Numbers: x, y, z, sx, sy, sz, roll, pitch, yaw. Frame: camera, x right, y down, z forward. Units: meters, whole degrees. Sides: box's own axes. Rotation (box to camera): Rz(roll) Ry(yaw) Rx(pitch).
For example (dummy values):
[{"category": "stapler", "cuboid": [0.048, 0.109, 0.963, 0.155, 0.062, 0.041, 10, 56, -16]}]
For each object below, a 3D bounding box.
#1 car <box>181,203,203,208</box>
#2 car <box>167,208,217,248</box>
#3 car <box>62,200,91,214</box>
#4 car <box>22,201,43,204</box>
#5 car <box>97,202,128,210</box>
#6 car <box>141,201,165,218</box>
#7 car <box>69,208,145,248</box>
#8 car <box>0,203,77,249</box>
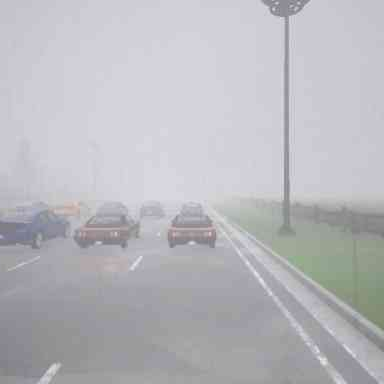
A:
[{"category": "car", "cuboid": [0.000, 1.614, 29.680, 1.895, 1.301, 4.718, 0, 0, 0]}, {"category": "car", "cuboid": [0.000, 1.613, 14.680, 1.895, 1.301, 4.718, 0, 0, 0]}, {"category": "car", "cuboid": [-10.500, 1.482, 29.650, 1.882, 1.535, 5.008, 0, 0, 0]}, {"category": "car", "cuboid": [-14.000, 1.530, 29.650, 1.812, 1.442, 4.674, 0, 0, 0]}, {"category": "car", "cuboid": [-7.000, 1.560, 29.650, 2.033, 1.411, 5.357, 0, 0, 0]}, {"category": "car", "cuboid": [-3.500, 1.530, 29.650, 1.812, 1.442, 4.674, 0, 0, 0]}, {"category": "car", "cuboid": [-3.500, 1.613, 14.680, 1.895, 1.301, 4.718, 0, 0, 0]}, {"category": "car", "cuboid": [-7.000, 1.482, 14.650, 1.882, 1.535, 5.008, 0, 0, 0]}]
